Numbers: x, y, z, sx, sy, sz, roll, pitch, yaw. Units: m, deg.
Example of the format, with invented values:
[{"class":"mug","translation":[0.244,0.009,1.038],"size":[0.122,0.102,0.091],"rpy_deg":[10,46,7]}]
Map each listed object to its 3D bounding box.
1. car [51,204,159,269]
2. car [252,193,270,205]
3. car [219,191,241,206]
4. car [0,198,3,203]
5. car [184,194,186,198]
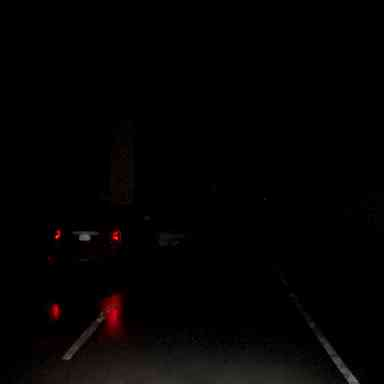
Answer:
[{"class":"car","translation":[-2.490,1.166,10.675],"size":[2.097,1.767,4.553],"rpy_deg":[0,1,7]},{"class":"car","translation":[8.507,0.876,41.049],"size":[2.033,1.411,5.357],"rpy_deg":[0,1,15]},{"class":"car","translation":[4.566,0.691,39.887],"size":[2.097,1.767,4.553],"rpy_deg":[0,1,15]},{"class":"car","translation":[-8.889,1.059,16.300],"size":[2.097,1.767,4.553],"rpy_deg":[0,1,11]},{"class":"car","translation":[-2.412,0.678,54.762],"size":[1.895,1.301,4.718],"rpy_deg":[0,1,16]}]
